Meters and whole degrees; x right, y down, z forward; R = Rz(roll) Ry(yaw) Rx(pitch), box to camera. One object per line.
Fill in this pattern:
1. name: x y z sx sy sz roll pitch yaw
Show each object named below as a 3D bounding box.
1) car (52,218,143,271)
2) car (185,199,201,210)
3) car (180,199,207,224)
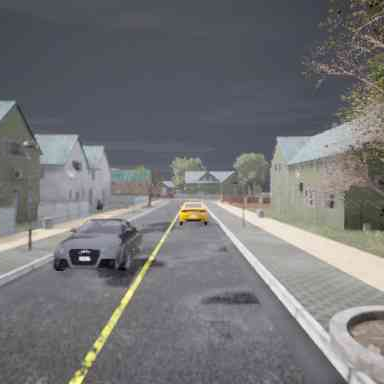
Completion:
1. car: -2.816 1.560 10.731 1.994 1.385 4.181 0 0 0
2. car: 0.111 1.584 42.751 1.895 1.301 4.718 0 0 0
3. car: 0.107 1.468 24.528 1.882 1.535 5.008 0 0 0
